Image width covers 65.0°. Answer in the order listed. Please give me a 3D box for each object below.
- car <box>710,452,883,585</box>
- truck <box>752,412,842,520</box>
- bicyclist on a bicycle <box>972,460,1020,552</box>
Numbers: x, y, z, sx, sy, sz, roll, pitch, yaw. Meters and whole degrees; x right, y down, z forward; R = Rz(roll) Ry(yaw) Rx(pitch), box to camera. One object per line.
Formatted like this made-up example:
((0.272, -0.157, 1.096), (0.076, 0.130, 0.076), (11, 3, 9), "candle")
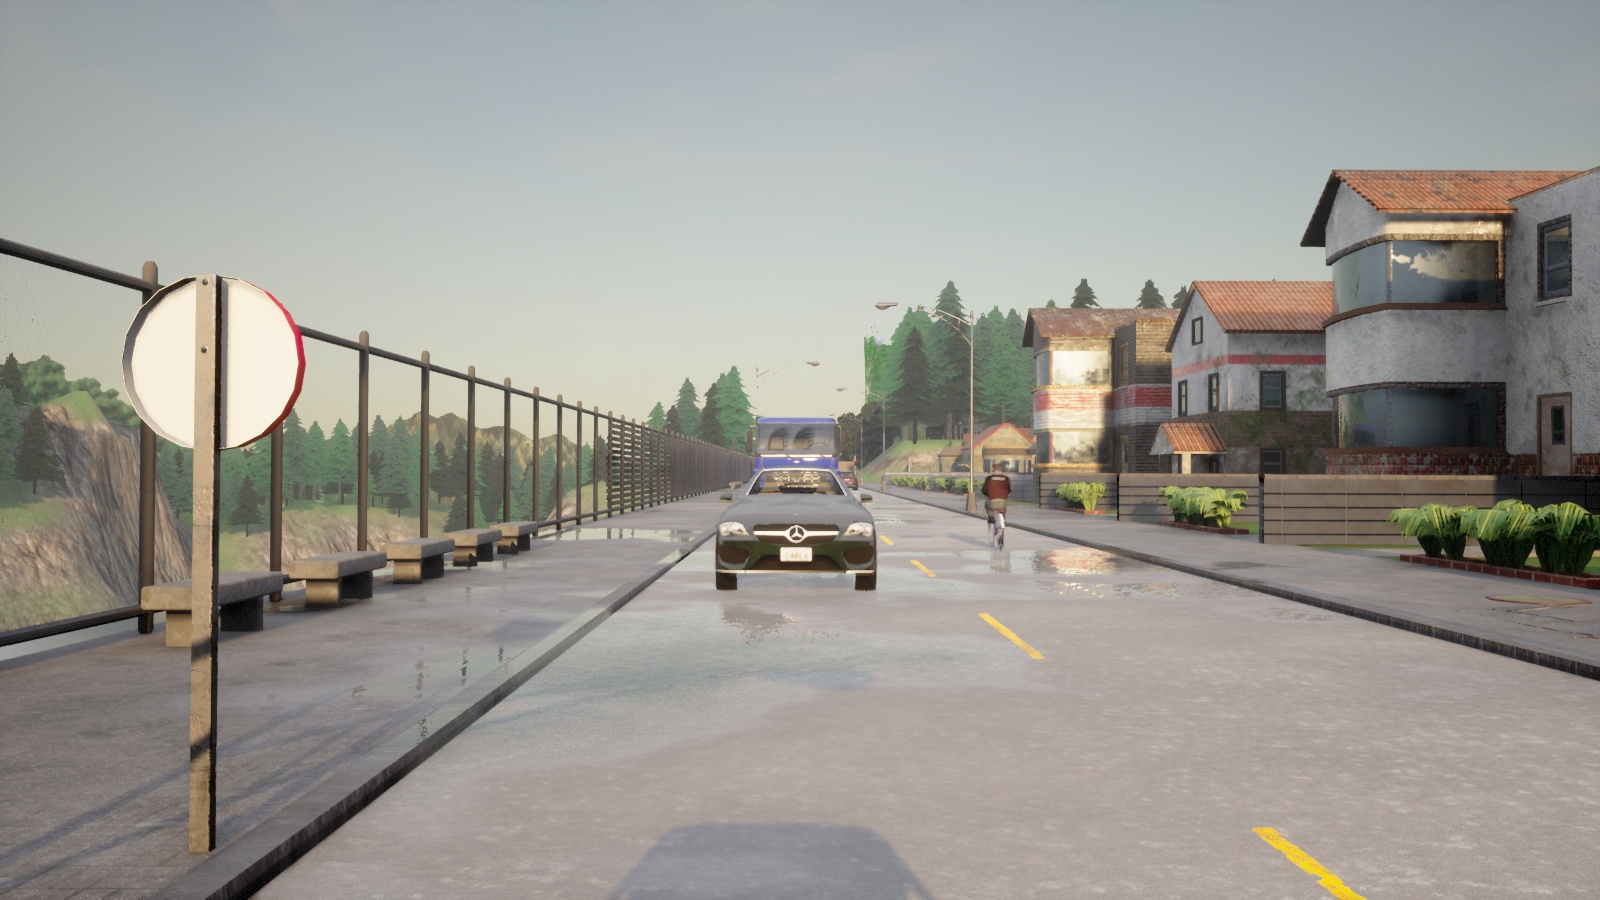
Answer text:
((-0.046, 0.898, 18.168), (2.152, 1.651, 5.027), (0, -1, 0), "car")
((-0.114, 0.576, 44.362), (2.891, 3.462, 7.936), (0, -1, 0), "truck")
((3.937, 1.093, 25.292), (0.659, 1.776, 1.843), (0, -1, 0), "bicyclist on a bicycle")
